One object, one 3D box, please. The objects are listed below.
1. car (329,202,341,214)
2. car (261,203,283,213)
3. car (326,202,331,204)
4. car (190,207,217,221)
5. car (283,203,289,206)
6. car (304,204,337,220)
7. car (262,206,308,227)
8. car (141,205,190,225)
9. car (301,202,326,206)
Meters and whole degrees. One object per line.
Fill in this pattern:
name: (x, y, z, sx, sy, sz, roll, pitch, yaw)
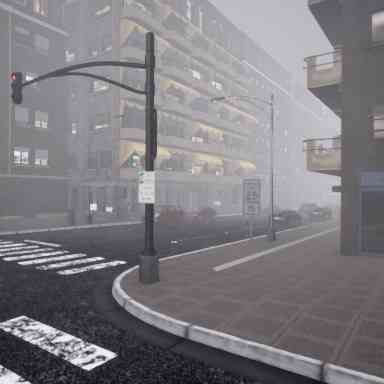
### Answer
car: (20.779, 2.460, 46.197, 1.752, 1.417, 4.829, -1, -2, 35)
car: (10.616, 2.328, 46.135, 1.887, 1.381, 4.507, -1, -1, 35)
car: (22.538, 2.640, 53.193, 1.895, 1.301, 4.718, 0, -1, 35)
car: (0.911, 2.064, 32.150, 1.802, 1.307, 4.206, -1, -1, 35)
car: (13.755, 2.406, 50.658, 1.752, 1.417, 4.829, -1, -1, 35)
car: (14.211, 2.297, 36.733, 1.947, 1.339, 4.313, -1, -2, 35)
car: (7.740, 2.096, 27.409, 1.947, 1.339, 4.313, -1, -2, 35)
car: (-2.324, 1.822, 27.492, 1.967, 1.590, 4.097, -1, -1, 35)
car: (15.233, 2.164, 42.668, 2.097, 1.767, 4.553, 0, -1, 35)
